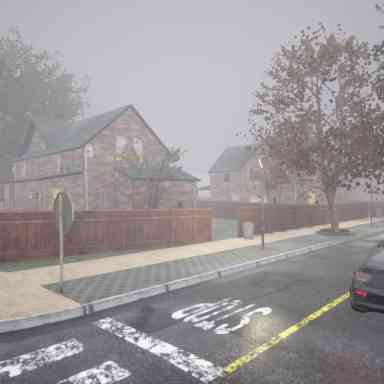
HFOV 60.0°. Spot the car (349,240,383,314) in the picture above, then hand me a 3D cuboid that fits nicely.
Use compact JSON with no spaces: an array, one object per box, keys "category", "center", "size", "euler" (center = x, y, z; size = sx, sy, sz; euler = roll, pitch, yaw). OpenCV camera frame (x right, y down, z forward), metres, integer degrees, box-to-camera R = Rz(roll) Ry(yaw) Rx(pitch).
[{"category":"car","center":[4.752,1.615,6.873],"size":[1.812,1.442,4.674],"euler":[-1,-1,43]}]
